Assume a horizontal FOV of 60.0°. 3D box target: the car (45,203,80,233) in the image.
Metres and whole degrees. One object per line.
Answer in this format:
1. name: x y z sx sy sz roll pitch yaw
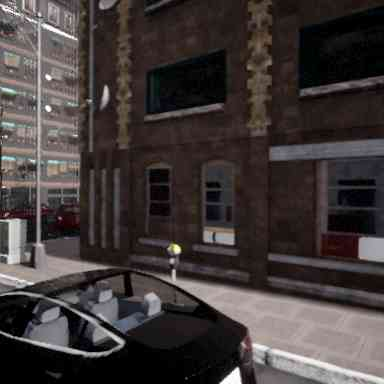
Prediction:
1. car: -6.083 1.586 20.771 2.192 1.841 5.009 0 0 36

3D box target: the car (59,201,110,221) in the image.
1. car: -9.667 1.654 30.160 1.967 1.590 4.097 0 0 36

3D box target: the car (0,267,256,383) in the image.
1. car: -1.393 1.599 3.851 4.313 1.339 1.947 -1 1 36

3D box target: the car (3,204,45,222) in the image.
1. car: -12.895 1.642 25.653 1.967 1.590 4.097 0 0 36
